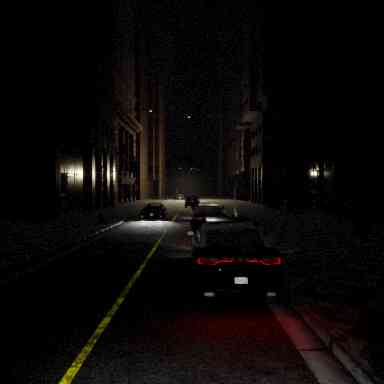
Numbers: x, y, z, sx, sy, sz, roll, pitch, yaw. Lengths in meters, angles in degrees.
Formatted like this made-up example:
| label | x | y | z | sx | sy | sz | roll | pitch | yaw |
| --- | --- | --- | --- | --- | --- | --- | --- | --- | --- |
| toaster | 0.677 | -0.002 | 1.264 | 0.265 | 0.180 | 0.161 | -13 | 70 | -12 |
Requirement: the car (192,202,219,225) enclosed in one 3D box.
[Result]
| label | x | y | z | sx | sy | sz | roll | pitch | yaw |
| --- | --- | --- | --- | --- | --- | --- | --- | --- | --- |
| car | 0.920 | 1.507 | 24.588 | 1.812 | 1.442 | 4.674 | 0 | 0 | 0 |

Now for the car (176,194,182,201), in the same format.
| label | x | y | z | sx | sy | sz | roll | pitch | yaw |
| --- | --- | --- | --- | --- | --- | --- | --- | --- | --- |
| car | -2.931 | 1.352 | 83.215 | 2.128 | 1.511 | 4.902 | 0 | 0 | 0 |

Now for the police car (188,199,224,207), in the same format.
| label | x | y | z | sx | sy | sz | roll | pitch | yaw |
| --- | --- | --- | --- | --- | --- | --- | --- | --- | --- |
| police car | 0.915 | 1.413 | 18.698 | 1.930 | 1.638 | 5.238 | 0 | 0 | 0 |

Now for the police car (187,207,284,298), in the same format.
| label | x | y | z | sx | sy | sz | roll | pitch | yaw |
| --- | --- | --- | --- | --- | --- | --- | --- | --- | --- |
| police car | 0.906 | 1.421 | 8.696 | 1.930 | 1.638 | 5.238 | 0 | 0 | 0 |

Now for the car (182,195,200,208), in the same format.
| label | x | y | z | sx | sy | sz | roll | pitch | yaw |
| --- | --- | --- | --- | --- | --- | --- | --- | --- | --- |
| car | 0.054 | 1.299 | 46.789 | 2.097 | 1.767 | 4.553 | 0 | 0 | 0 |

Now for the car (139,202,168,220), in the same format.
| label | x | y | z | sx | sy | sz | roll | pitch | yaw |
| --- | --- | --- | --- | --- | --- | --- | --- | --- | --- |
| car | -3.077 | 1.541 | 27.285 | 1.994 | 1.385 | 4.181 | 0 | 0 | 0 |

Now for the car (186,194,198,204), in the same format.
| label | x | y | z | sx | sy | sz | roll | pitch | yaw |
| --- | --- | --- | --- | --- | --- | --- | --- | --- | --- |
| car | 0.050 | 1.272 | 60.082 | 2.097 | 1.767 | 4.553 | 0 | 0 | 0 |
